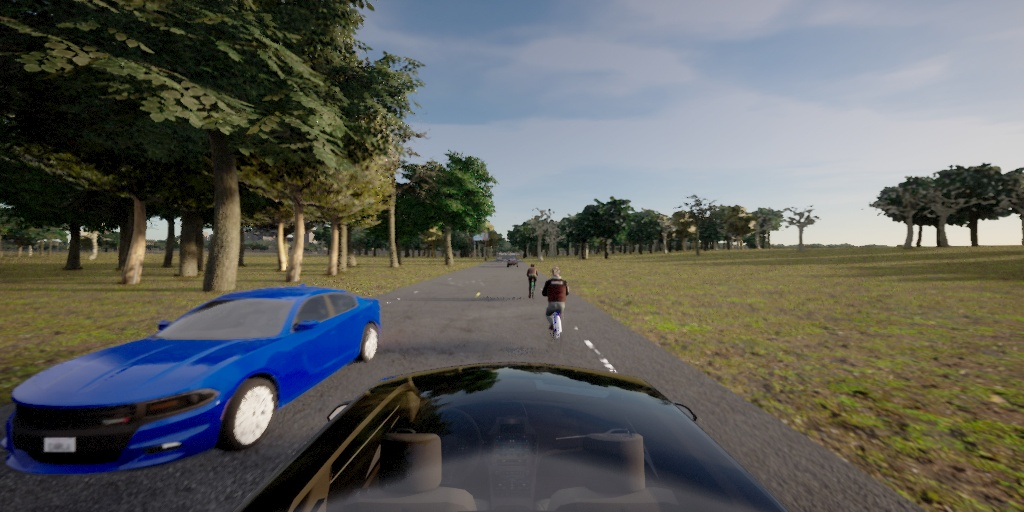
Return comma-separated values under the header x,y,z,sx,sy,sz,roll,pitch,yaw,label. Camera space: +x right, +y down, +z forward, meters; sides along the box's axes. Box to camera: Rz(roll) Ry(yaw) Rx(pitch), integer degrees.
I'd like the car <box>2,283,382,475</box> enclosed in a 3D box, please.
x,y,z,sx,sy,sz,roll,pitch,yaw,label
-3.601,1.228,5.350,1.882,1.535,5.008,0,0,0,car

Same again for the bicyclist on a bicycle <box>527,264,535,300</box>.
x,y,z,sx,sy,sz,roll,pitch,yaw,label
0.961,1.195,16.688,0.582,1.620,1.656,0,0,0,bicyclist on a bicycle

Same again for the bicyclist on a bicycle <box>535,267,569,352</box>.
x,y,z,sx,sy,sz,roll,pitch,yaw,label
0.961,1.120,8.024,0.659,1.776,1.843,0,0,0,bicyclist on a bicycle

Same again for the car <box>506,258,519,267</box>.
x,y,z,sx,sy,sz,roll,pitch,yaw,label
0.094,1.124,60.874,1.837,1.490,4.892,0,0,0,car
